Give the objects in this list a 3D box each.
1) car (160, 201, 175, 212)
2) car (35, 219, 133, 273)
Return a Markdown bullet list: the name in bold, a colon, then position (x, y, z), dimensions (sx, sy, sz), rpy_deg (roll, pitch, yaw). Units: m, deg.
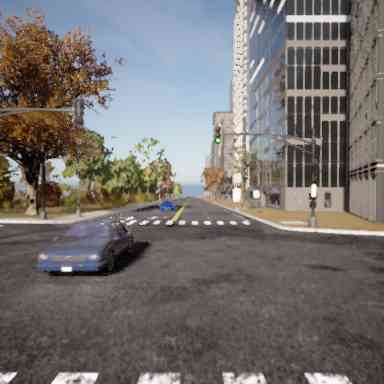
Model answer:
- **car**: position (-3.259, 1.899, 44.907), dimensions (1.882, 1.535, 5.008), rpy_deg (0, 0, 0)
- **car**: position (-3.253, 1.656, 11.310), dimensions (2.033, 1.411, 5.357), rpy_deg (0, -1, 0)
